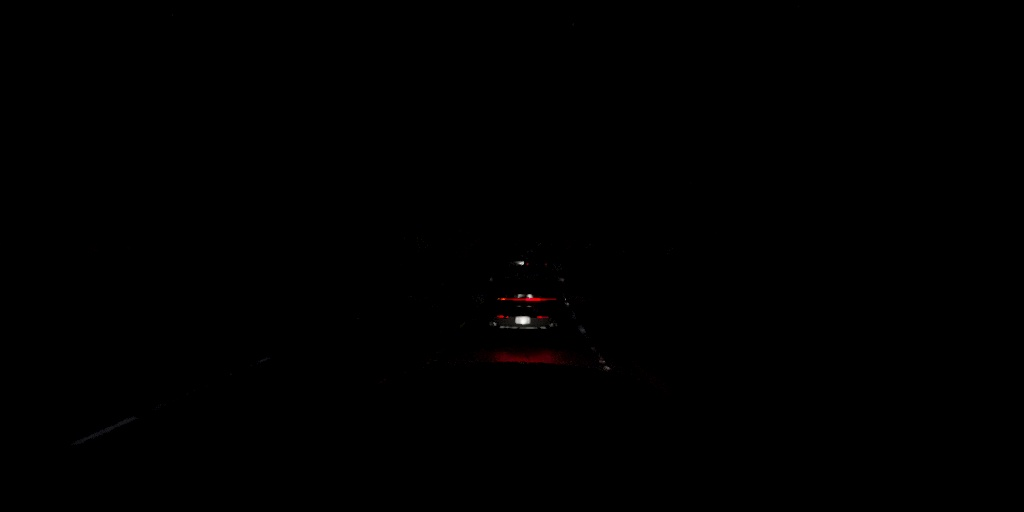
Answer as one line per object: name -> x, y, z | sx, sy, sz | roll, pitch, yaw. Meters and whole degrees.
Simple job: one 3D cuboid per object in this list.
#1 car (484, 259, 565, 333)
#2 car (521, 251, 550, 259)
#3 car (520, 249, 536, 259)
car -> 0.381, 1.003, 9.779 | 1.837, 1.490, 4.892 | 0, 2, 4
car -> 2.072, 0.546, 27.323 | 1.895, 1.301, 4.718 | 0, 2, 8
car -> 2.347, -0.117, 45.871 | 1.812, 1.442, 4.674 | 0, 2, 14
